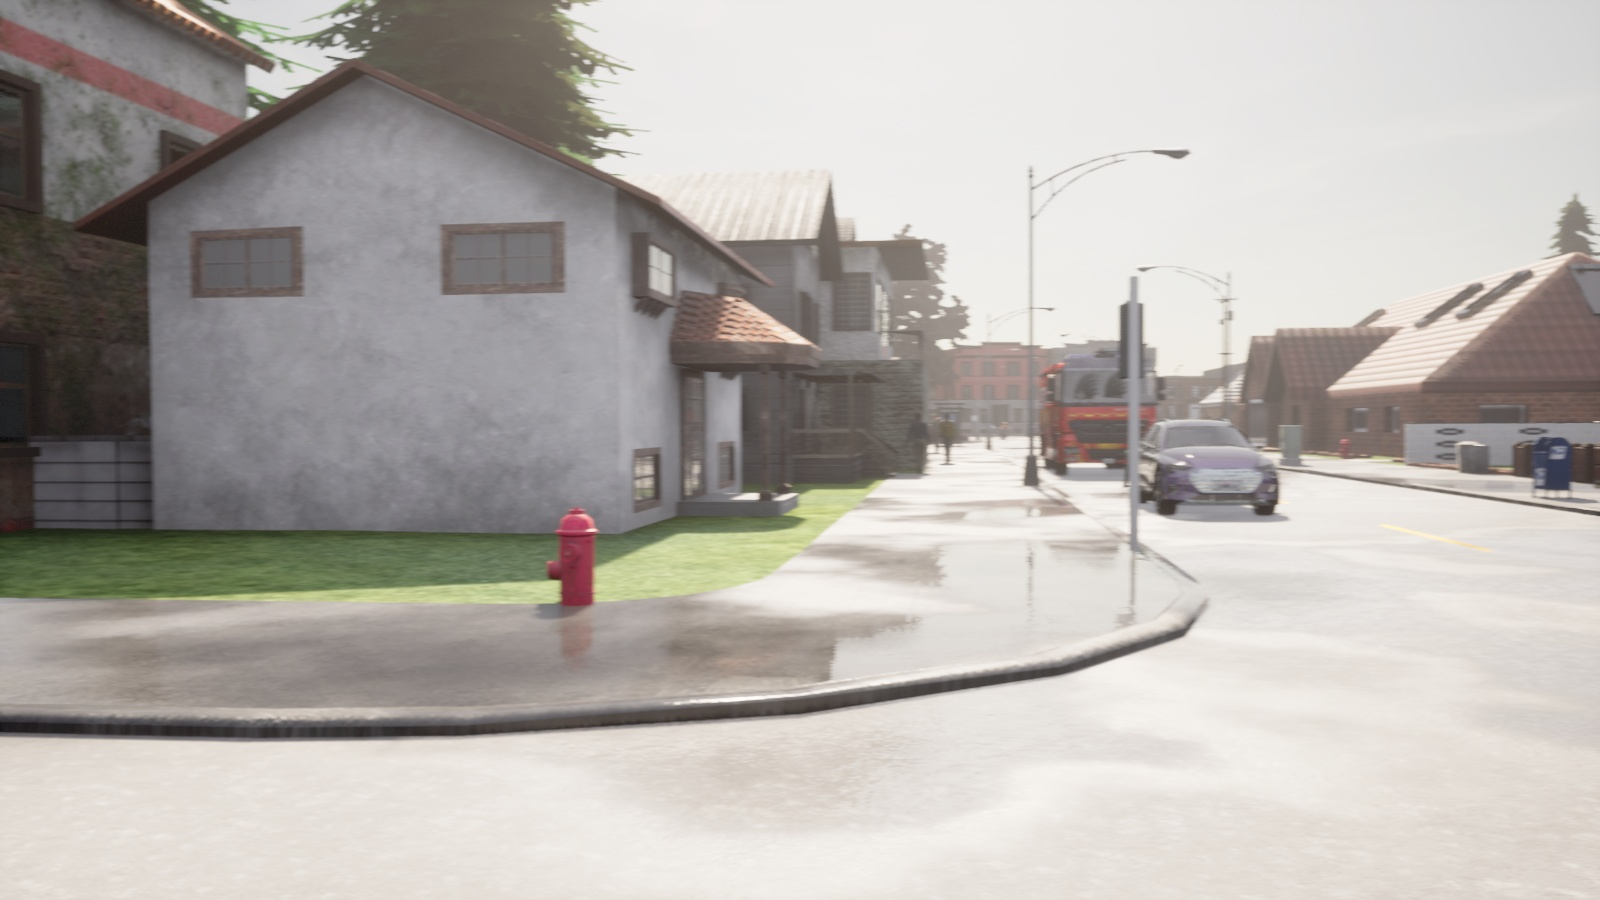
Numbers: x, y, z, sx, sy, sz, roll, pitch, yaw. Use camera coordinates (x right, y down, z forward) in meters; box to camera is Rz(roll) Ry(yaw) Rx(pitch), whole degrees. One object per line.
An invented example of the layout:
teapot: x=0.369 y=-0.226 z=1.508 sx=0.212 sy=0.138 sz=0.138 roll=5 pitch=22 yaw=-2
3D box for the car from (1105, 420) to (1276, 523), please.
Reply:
car: x=6.872 y=0.289 z=22.662 sx=2.033 sy=1.649 sz=4.856 roll=0 pitch=1 yaw=6

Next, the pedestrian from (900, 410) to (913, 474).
pedestrian: x=3.097 y=-0.229 z=36.444 sx=0.370 sy=1.835 sz=0.726 roll=0 pitch=1 yaw=5

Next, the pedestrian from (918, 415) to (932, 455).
pedestrian: x=6.074 y=-0.742 z=61.038 sx=0.659 sy=1.952 sz=0.873 roll=0 pitch=1 yaw=5

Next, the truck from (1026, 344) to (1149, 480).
truck: x=8.891 y=-1.164 z=39.825 sx=2.891 sy=3.827 sz=8.468 roll=0 pitch=1 yaw=7

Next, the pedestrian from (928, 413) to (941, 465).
pedestrian: x=4.805 y=-0.403 z=44.828 sx=0.431 sy=1.840 sz=0.709 roll=0 pitch=1 yaw=7
